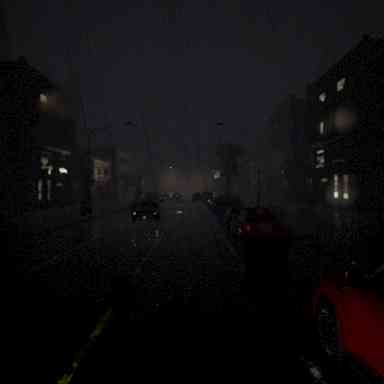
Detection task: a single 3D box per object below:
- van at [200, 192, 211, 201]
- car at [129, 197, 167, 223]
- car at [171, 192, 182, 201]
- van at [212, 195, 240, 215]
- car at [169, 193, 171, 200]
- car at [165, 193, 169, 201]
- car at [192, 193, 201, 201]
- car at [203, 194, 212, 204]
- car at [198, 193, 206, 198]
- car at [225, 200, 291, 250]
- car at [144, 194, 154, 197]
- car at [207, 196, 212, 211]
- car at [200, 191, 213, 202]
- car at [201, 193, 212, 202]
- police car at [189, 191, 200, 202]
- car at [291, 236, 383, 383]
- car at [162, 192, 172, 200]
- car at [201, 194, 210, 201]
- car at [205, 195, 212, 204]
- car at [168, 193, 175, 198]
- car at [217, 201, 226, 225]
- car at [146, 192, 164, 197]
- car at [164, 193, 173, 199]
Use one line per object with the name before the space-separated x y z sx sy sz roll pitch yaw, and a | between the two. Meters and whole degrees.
van | 2.729 0.904 58.200 1.690 1.788 3.998 -1 0 0
car | -3.069 1.348 23.732 1.812 1.442 4.674 0 0 0
car | -2.966 1.012 65.144 1.837 1.490 4.892 0 1 1
van | 2.704 1.154 24.911 1.690 1.788 3.998 -1 0 0
car | -5.645 1.066 63.755 1.887 1.381 4.507 -1 0 0
car | -5.650 1.003 58.206 1.967 1.590 4.097 -1 0 0
car | 0.952 0.983 69.480 1.837 1.490 4.892 0 0 0
car | 2.719 1.270 41.558 1.802 1.307 4.206 -1 0 0
car | 2.757 0.877 91.491 1.947 1.339 4.313 -1 0 0
car | 2.697 1.336 13.815 1.967 1.590 4.097 -1 0 0
car | -5.666 1.281 36.013 2.008 1.369 4.403 -1 0 0
car | 2.711 1.316 30.461 1.887 1.381 4.507 -1 0 0
car | 2.734 0.836 63.749 2.192 1.841 5.009 -1 0 0
car | 2.728 1.187 52.654 1.802 1.307 4.206 -1 0 0
police car | 0.945 0.978 59.590 1.930 1.638 5.238 0 0 0
car | 2.687 1.294 2.718 2.192 1.841 5.009 -1 0 0
car | -5.638 0.878 74.850 1.967 1.590 4.097 -1 0 0
car | 2.740 1.061 69.299 1.802 1.307 4.206 -1 0 0
car | 2.715 1.312 36.009 1.802 1.307 4.206 -1 0 0
car | -5.623 0.893 91.495 1.802 1.307 4.206 -1 0 0
car | 2.703 1.437 19.365 1.802 1.307 4.206 -1 0 0
car | -5.659 0.962 47.108 2.192 1.841 5.009 -1 0 0
car | -5.632 0.940 80.399 1.887 1.381 4.507 -1 0 0
